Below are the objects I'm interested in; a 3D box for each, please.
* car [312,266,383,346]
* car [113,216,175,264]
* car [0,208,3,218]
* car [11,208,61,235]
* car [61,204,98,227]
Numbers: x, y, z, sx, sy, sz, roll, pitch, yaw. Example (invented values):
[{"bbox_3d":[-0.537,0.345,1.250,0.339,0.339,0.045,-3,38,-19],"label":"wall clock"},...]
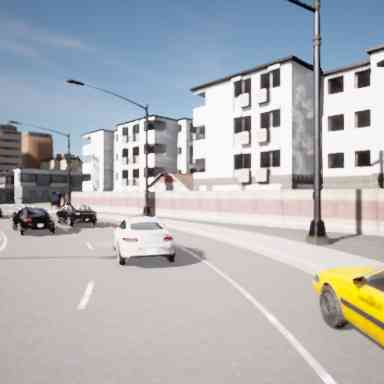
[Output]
[{"bbox_3d":[3.291,1.487,4.132,1.801,1.575,5.366,0,0,-4],"label":"car"},{"bbox_3d":[-1.851,1.608,12.150,1.812,1.442,4.674,0,-1,-16],"label":"car"},{"bbox_3d":[-19.616,1.732,32.035,1.812,1.442,4.674,0,-1,-41],"label":"car"},{"bbox_3d":[-9.496,1.655,19.846,1.812,1.442,4.674,0,-1,-35],"label":"car"},{"bbox_3d":[-8.463,1.651,24.115,2.128,1.511,4.902,0,0,-37],"label":"car"}]
